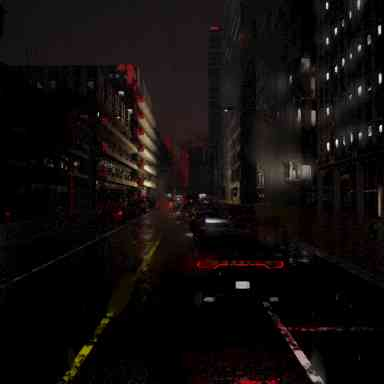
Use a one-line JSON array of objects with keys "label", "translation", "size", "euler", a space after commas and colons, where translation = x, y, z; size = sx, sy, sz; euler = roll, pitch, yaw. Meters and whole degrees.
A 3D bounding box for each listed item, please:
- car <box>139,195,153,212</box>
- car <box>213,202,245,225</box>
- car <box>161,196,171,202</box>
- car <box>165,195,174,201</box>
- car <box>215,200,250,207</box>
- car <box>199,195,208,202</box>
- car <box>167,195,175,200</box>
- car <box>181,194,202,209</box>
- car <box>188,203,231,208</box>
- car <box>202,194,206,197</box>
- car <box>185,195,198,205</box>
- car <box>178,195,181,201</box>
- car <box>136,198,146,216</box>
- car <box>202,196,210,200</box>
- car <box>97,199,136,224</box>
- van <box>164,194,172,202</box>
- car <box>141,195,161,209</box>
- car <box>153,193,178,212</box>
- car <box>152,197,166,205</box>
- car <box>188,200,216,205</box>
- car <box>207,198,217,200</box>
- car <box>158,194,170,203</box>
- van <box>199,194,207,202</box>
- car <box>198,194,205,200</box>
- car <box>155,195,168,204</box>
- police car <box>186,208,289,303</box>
[{"label": "car", "translation": [-5.734, 1.450, 35.943], "size": [1.967, 1.590, 4.097], "euler": [1, 0, 0]}, {"label": "car", "translation": [2.662, 1.553, 24.937], "size": [1.887, 1.381, 4.507], "euler": [1, 0, 0]}, {"label": "car", "translation": [-5.811, 1.539, 74.599], "size": [1.752, 1.417, 4.829], "euler": [1, 0, 0]}, {"label": "car", "translation": [-5.787, 1.538, 85.693], "size": [1.752, 1.417, 4.829], "euler": [1, 0, 0]}, {"label": "car", "translation": [2.673, 1.447, 19.389], "size": [1.967, 1.590, 4.097], "euler": [1, 0, 0]}, {"label": "car", "translation": [2.580, 1.454, 74.869], "size": [1.967, 1.590, 4.097], "euler": [1, 0, 0]}, {"label": "car", "translation": [-5.797, 1.594, 91.409], "size": [1.802, 1.307, 4.206], "euler": [1, 0, 0]}, {"label": "car", "translation": [-0.064, 1.233, 45.515], "size": [2.150, 2.045, 5.566], "euler": [0, 0, 0]}, {"label": "car", "translation": [0.849, 1.533, 18.317], "size": [1.812, 1.442, 4.674], "euler": [0, 0, 0]}, {"label": "car", "translation": [2.616, 1.537, 52.847], "size": [1.752, 1.417, 4.829], "euler": [1, 0, 0]}, {"label": "car", "translation": [-0.099, 1.365, 58.893], "size": [2.097, 1.767, 4.553], "euler": [0, 0, 0]}, {"label": "car", "translation": [-3.131, 1.505, 77.824], "size": [2.128, 1.511, 4.902], "euler": [0, 0, 0]}, {"label": "car", "translation": [-5.727, 1.554, 30.396], "size": [1.887, 1.381, 4.507], "euler": [1, 0, 0]}, {"label": "car", "translation": [2.634, 1.562, 41.581], "size": [2.008, 1.369, 4.403], "euler": [1, 0, 0]}, {"label": "car", "translation": [-5.716, 1.449, 24.848], "size": [1.967, 1.590, 4.097], "euler": [1, 0, 0]}, {"label": "van", "translation": [-5.781, 1.355, 80.316], "size": [1.690, 1.788, 3.998], "euler": [1, 0, 0]}, {"label": "car", "translation": [-5.751, 1.327, 47.036], "size": [2.192, 1.841, 5.009], "euler": [1, 0, 0]}, {"label": "car", "translation": [-3.166, 1.362, 39.631], "size": [2.097, 1.767, 4.553], "euler": [0, 0, 0]}, {"label": "car", "translation": [-5.773, 1.564, 58.129], "size": [2.008, 1.369, 4.403], "euler": [1, 0, 0]}, {"label": "car", "translation": [0.807, 1.535, 24.315], "size": [1.812, 1.442, 4.674], "euler": [0, 0, 0]}, {"label": "car", "translation": [2.653, 1.554, 30.486], "size": [1.887, 1.381, 4.507], "euler": [1, 0, 0]}, {"label": "car", "translation": [-5.791, 1.329, 69.223], "size": [2.192, 1.841, 5.009], "euler": [1, 0, 0]}, {"label": "van", "translation": [2.573, 1.355, 80.417], "size": [1.690, 1.788, 3.998], "euler": [1, 0, 0]}, {"label": "car", "translation": [2.553, 1.452, 91.513], "size": [1.967, 1.590, 4.097], "euler": [1, 0, 0]}, {"label": "car", "translation": [-5.781, 1.454, 63.676], "size": [1.967, 1.590, 4.097], "euler": [1, 0, 0]}, {"label": "police car", "translation": [0.885, 1.428, 8.425], "size": [1.930, 1.638, 5.238], "euler": [0, 0, 0]}]
